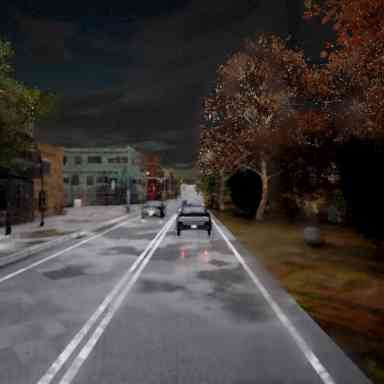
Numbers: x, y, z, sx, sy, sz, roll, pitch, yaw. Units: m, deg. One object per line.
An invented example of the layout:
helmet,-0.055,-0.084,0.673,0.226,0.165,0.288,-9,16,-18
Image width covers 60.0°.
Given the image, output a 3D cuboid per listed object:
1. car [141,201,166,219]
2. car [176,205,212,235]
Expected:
car,-3.335,1.547,29.544,2.128,1.511,4.902,0,0,0
car,0.100,1.497,18.936,2.128,1.511,4.902,0,0,0
